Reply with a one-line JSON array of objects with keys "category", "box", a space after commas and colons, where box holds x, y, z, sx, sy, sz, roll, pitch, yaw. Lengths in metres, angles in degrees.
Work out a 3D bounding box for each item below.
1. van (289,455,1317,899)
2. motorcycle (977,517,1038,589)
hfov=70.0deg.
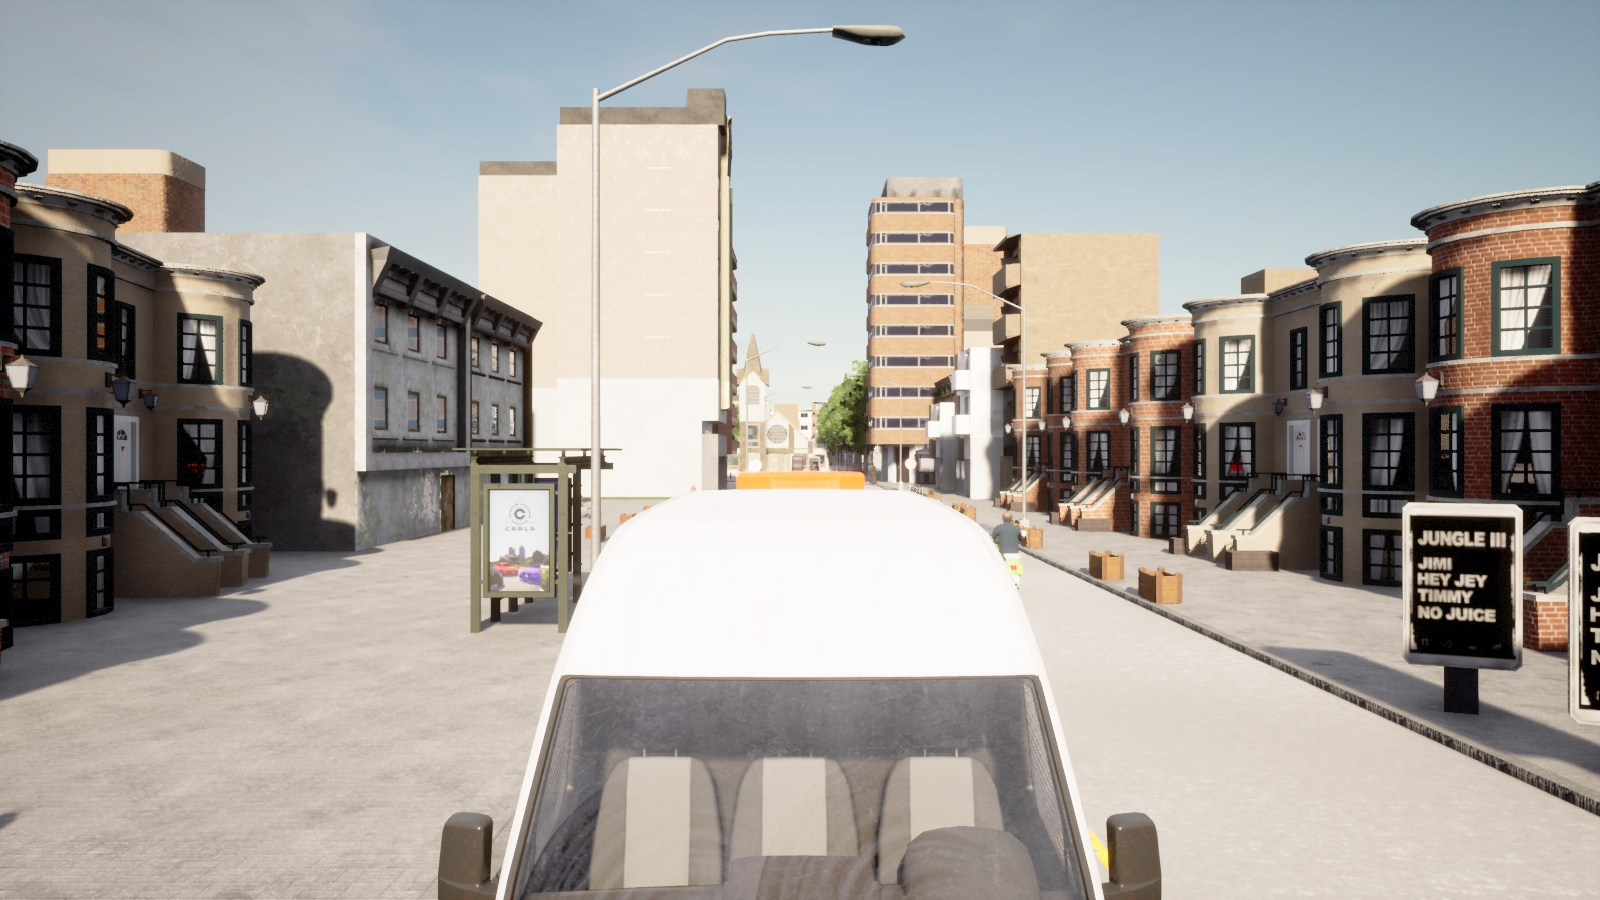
[{"category": "van", "box": [0.007, 1.317, 5.167, 1.988, 2.561, 5.915, 0, 0, 0]}, {"category": "motorcycle", "box": [4.003, 1.971, 22.172, 0.856, 1.236, 1.805, 0, 0, 0]}]
